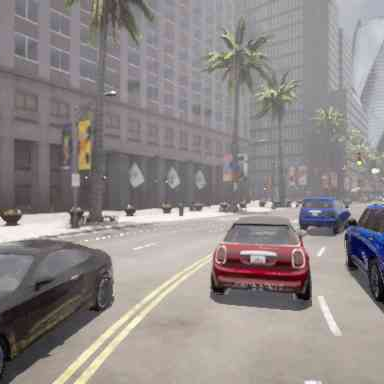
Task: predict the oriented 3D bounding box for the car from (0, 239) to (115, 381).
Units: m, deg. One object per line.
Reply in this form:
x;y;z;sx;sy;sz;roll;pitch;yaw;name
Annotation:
-2.811;1.561;5.321;1.812;1.442;4.674;0;0;11;car

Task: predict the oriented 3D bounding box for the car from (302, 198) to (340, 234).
8.387;1.378;20.813;2.150;2.045;5.566;0;-1;34;car

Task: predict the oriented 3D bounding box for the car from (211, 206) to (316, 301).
1.941;1.417;8.860;2.097;1.767;4.553;0;-1;16;car

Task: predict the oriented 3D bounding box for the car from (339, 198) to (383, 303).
5.272;1.289;8.149;2.150;2.045;5.566;0;0;16;car

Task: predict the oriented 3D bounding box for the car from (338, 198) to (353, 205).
33.436;2.068;72.347;2.161;1.482;4.786;0;-1;36;car

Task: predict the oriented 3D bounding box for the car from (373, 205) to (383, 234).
12.734;1.641;20.731;1.882;1.535;5.008;0;0;37;car
